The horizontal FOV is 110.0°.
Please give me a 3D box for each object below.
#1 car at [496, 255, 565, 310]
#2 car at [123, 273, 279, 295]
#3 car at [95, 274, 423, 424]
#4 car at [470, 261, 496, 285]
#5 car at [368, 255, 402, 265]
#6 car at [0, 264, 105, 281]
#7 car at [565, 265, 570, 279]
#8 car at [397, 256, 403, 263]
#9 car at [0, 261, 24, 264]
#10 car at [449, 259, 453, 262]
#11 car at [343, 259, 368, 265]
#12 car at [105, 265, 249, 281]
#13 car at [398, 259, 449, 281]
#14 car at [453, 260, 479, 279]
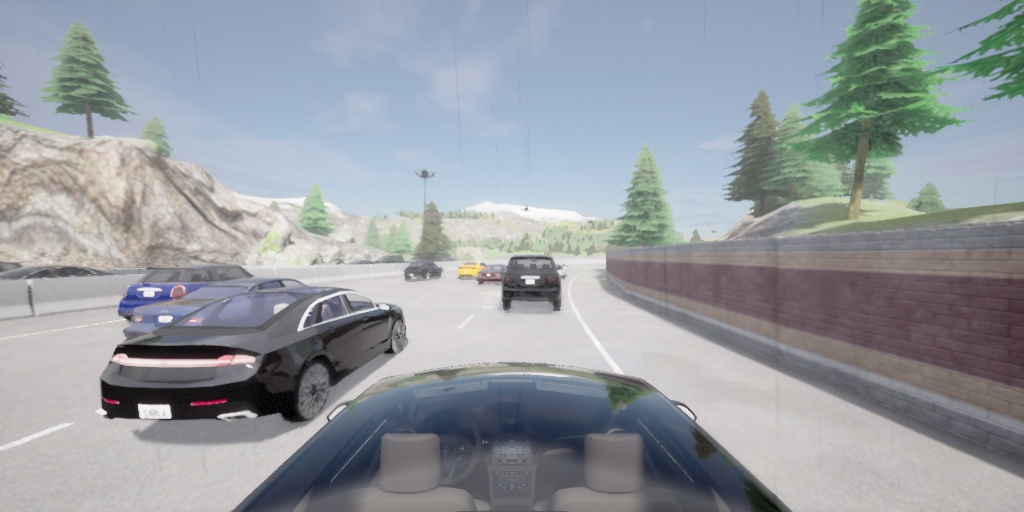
[{"bbox_3d":[0.898,0.966,14.785,2.150,2.045,5.566,0,0,6],"label":"car"},{"bbox_3d":[-6.583,1.273,9.477,2.033,1.411,5.357,0,0,4],"label":"car"},{"bbox_3d":[-3.232,1.229,5.753,2.128,1.511,4.902,0,0,2],"label":"car"},{"bbox_3d":[-1.049,1.278,25.635,2.033,1.411,5.357,0,0,11],"label":"car"},{"bbox_3d":[-18.664,0.881,54.555,2.150,2.045,5.566,0,0,20],"label":"car"},{"bbox_3d":[-20.291,1.186,15.397,1.837,1.490,4.892,0,0,6],"label":"car"},{"bbox_3d":[4.048,1.267,32.378,1.812,1.442,4.674,0,0,14],"label":"car"},{"bbox_3d":[-14.871,1.196,54.697,1.812,1.442,4.674,0,0,21],"label":"car"},{"bbox_3d":[-23.804,1.022,15.288,2.097,1.767,4.553,0,0,6],"label":"car"},{"bbox_3d":[-10.498,1.186,56.270,1.837,1.490,4.892,0,0,22],"label":"car"},{"bbox_3d":[-22.685,1.195,53.634,2.033,1.411,5.357,0,0,19],"label":"car"},{"bbox_3d":[-9.857,1.066,12.014,2.097,1.767,4.553,0,0,4],"label":"car"},{"bbox_3d":[-7.249,1.214,30.015,1.837,1.490,4.892,0,0,12],"label":"car"},{"bbox_3d":[-3.236,1.198,32.042,1.882,1.535,5.008,0,0,13],"label":"car"}]
